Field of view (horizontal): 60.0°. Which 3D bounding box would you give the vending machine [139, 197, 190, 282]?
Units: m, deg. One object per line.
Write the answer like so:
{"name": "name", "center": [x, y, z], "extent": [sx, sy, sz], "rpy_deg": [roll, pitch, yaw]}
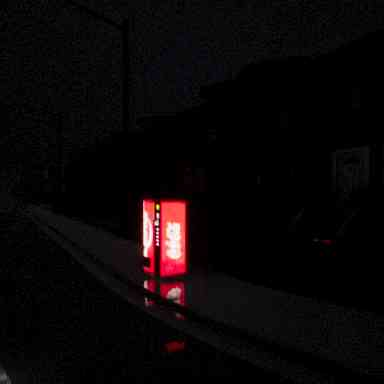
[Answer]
{"name": "vending machine", "center": [-0.744, 1.195, 8.970], "extent": [1.100, 2.100, 0.880], "rpy_deg": [0, 0, -30]}
